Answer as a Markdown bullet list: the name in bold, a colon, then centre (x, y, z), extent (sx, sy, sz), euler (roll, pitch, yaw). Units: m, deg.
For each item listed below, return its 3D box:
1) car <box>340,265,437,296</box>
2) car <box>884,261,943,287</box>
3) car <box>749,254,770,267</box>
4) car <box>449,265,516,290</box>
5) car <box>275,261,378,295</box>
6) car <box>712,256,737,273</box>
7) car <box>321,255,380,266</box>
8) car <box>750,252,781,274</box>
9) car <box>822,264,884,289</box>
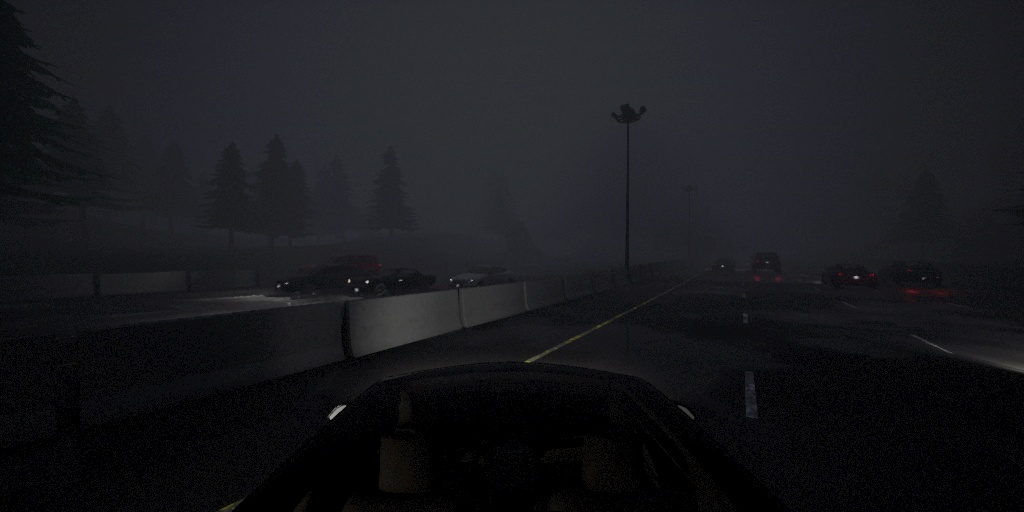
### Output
- **car**: centre (-6.357, 1.321, 19.270), extent (1.895, 1.301, 4.718), euler (0, 0, 33)
- **car**: centre (25.297, 1.050, 22.928), extent (2.128, 1.511, 4.902), euler (0, 1, 33)
- **car**: centre (32.504, 0.583, 47.186), extent (2.128, 1.511, 4.902), euler (0, 1, 32)
- **car**: centre (-1.525, 1.231, 20.326), extent (1.812, 1.442, 4.674), euler (0, 0, 33)
- **car**: centre (-10.214, 1.230, 19.735), extent (1.837, 1.490, 4.892), euler (0, 0, 33)
- **car**: centre (21.885, 0.955, 37.088), extent (1.994, 1.385, 4.181), euler (0, 1, 33)
- **car**: centre (-11.511, 0.930, 24.205), extent (2.150, 2.045, 5.566), euler (0, 0, 33)
- **car**: centre (24.461, 0.627, 34.613), extent (2.150, 2.045, 5.566), euler (0, 1, 32)
- **car**: centre (20.444, 1.165, 21.836), extent (1.994, 1.385, 4.181), euler (0, 1, 33)
